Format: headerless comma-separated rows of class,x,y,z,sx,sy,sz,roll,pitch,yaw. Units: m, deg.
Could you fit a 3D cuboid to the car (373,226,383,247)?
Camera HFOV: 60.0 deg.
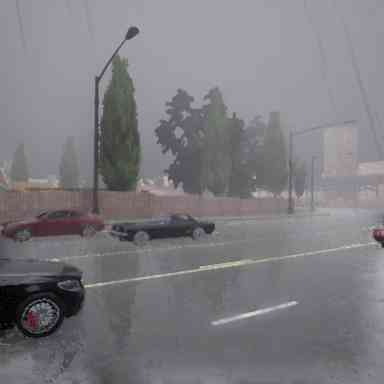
car,9.830,1.754,14.453,4.718,1.301,1.895,2,-1,-38

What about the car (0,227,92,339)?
car,-4.093,1.523,5.091,4.674,1.442,1.812,0,0,-29

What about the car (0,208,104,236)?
car,-6.553,1.515,16.031,4.674,1.442,1.812,0,0,-32

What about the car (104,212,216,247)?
car,-1.295,1.615,15.210,4.718,1.301,1.895,1,0,-34
